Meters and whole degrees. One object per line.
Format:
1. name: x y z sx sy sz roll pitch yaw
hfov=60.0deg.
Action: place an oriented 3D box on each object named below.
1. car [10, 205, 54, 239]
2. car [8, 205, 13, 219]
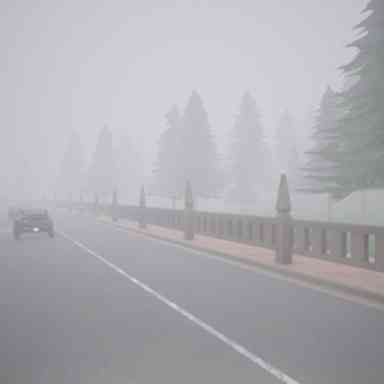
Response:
1. car: -8.983 1.686 18.722 1.837 1.490 4.892 1 -2 -29
2. car: -17.018 1.921 32.770 1.895 1.301 4.718 1 -1 -31
